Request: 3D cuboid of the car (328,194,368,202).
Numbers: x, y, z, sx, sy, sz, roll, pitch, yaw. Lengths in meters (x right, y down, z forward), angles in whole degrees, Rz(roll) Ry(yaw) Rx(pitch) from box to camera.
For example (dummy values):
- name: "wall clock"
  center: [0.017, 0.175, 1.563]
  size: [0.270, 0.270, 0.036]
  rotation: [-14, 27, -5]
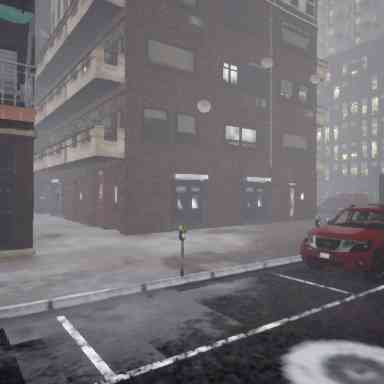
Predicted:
- name: "car"
  center: [17.267, 1.108, 37.525]
  size: [2.192, 1.841, 5.009]
  rotation: [1, 0, -36]

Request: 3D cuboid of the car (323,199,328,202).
- name: "car"
  center: [10.659, 1.330, 32.764]
  size: [1.802, 1.307, 4.206]
  rotation: [1, 0, -36]

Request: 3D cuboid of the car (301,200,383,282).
- name: "car"
  center: [5.449, 1.315, 9.979]
  size: [5.009, 1.841, 2.192]
  rotation: [0, 0, -35]
